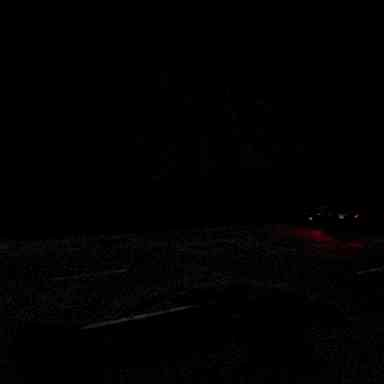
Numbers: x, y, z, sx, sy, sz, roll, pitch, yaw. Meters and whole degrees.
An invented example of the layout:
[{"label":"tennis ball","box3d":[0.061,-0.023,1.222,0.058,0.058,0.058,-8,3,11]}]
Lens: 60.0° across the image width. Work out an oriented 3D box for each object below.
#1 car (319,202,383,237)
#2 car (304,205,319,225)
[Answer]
[{"label":"car","box3d":[9.364,1.301,17.820,4.553,1.767,2.097,0,0,-30]},{"label":"car","box3d":[9.416,1.466,21.899,4.674,1.442,1.812,0,0,-30]}]
